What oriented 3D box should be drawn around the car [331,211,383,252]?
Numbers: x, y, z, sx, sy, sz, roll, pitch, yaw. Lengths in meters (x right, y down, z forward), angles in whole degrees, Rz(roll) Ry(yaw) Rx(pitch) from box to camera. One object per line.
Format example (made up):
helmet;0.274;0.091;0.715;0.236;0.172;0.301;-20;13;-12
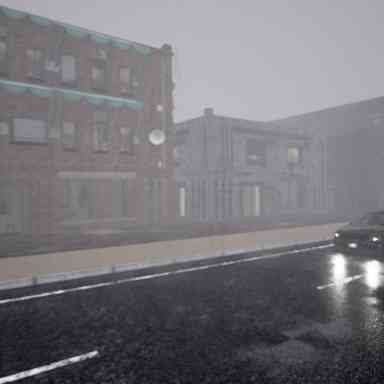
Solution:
car;7.835;1.478;13.260;5.357;1.411;2.033;0;0;-35
